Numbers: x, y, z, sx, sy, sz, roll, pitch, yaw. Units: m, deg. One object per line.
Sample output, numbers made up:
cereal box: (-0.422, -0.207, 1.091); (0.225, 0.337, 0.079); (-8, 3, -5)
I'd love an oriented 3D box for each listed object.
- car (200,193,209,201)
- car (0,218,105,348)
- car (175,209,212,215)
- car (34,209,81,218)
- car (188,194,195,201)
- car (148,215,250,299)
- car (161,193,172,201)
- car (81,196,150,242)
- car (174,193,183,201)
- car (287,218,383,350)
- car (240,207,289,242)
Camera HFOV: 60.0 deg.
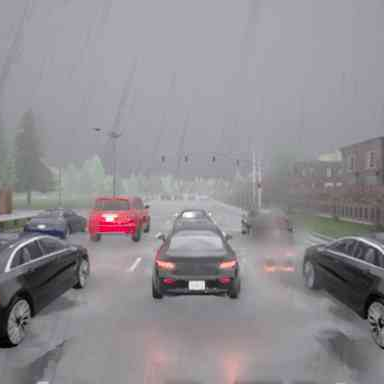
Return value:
car: (3.401, 1.246, 89.849); (2.150, 2.045, 5.566); (0, 0, 0)
car: (-3.415, 1.494, 6.257); (2.128, 1.511, 4.902); (0, 0, 0)
car: (0.066, 1.570, 17.088); (1.994, 1.385, 4.181); (0, 0, 0)
car: (-6.932, 1.570, 17.342); (1.994, 1.385, 4.181); (0, 0, 0)
car: (-0.099, 1.560, 89.815); (2.033, 1.411, 5.357); (0, 0, 0)
car: (0.087, 1.528, 8.340); (1.812, 1.442, 4.674); (0, 0, 0)
car: (-7.099, 1.246, 89.837); (2.150, 2.045, 5.566); (0, 0, 0)
car: (-3.431, 1.227, 16.567); (2.150, 2.045, 5.566); (0, 0, 0)
car: (-3.599, 1.246, 89.841); (2.150, 2.045, 5.566); (0, 0, 0)
car: (3.586, 1.494, 6.157); (2.128, 1.511, 4.902); (0, 0, 0)
car: (3.565, 1.510, 16.297); (1.837, 1.490, 4.892); (0, 0, 0)
